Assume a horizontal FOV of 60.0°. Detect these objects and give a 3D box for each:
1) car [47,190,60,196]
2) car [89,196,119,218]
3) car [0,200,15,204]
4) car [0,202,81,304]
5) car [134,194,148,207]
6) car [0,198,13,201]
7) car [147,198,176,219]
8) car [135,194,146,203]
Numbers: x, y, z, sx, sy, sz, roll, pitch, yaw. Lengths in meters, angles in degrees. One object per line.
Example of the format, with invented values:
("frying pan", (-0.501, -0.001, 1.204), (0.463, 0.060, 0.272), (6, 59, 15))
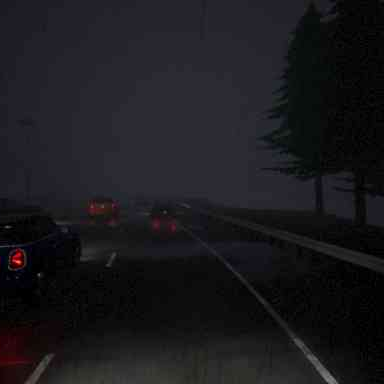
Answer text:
("car", (-35.380, 0.399, 84.857), (2.150, 2.045, 5.566), (0, 0, -10))
("car", (-7.247, 1.141, 27.648), (2.097, 1.767, 4.553), (0, 0, -10))
("car", (-9.150, 1.381, 18.147), (1.837, 1.490, 4.892), (0, 0, -9))
("car", (-4.195, 1.297, 8.079), (2.097, 1.767, 4.553), (0, 0, -6))
("car", (-6.577, 1.213, 43.961), (1.994, 1.385, 4.181), (0, 1, -10))
("car", (-13.721, 1.194, 24.054), (2.097, 1.767, 4.553), (0, 0, -10))
("car", (-2.401, 1.305, 26.920), (1.812, 1.442, 4.674), (0, 0, -10))
("car", (-8.807, 1.076, 56.490), (1.812, 1.442, 4.674), (0, 0, -10))
